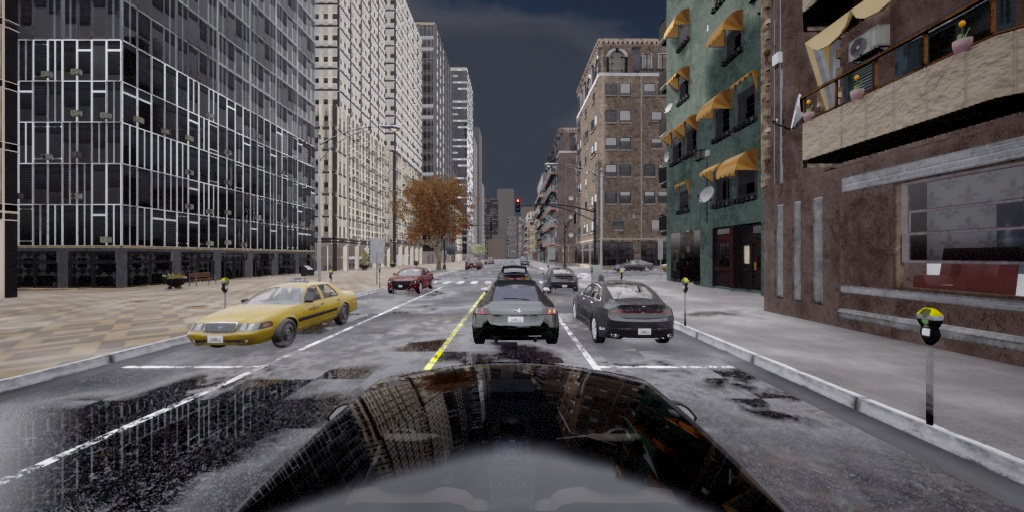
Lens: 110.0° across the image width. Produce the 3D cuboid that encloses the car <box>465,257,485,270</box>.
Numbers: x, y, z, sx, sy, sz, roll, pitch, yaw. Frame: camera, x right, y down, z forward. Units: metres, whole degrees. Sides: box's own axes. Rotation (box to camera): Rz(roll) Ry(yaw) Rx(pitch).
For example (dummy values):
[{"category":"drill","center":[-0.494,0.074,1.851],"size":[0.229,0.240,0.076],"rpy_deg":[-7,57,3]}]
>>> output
[{"category":"car","center":[-5.679,1.098,52.906],"size":[2.192,1.841,5.009],"rpy_deg":[0,0,0]}]

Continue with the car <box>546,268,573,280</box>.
[{"category":"car","center":[2.693,1.305,20.516],"size":[2.007,1.370,4.403],"rpy_deg":[0,0,0]}]

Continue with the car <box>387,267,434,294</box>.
[{"category":"car","center":[-5.687,1.299,20.518],"size":[1.888,1.381,4.507],"rpy_deg":[0,0,0]}]

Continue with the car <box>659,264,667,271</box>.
[{"category":"car","center":[18.841,1.006,39.983],"size":[4.829,1.417,1.751],"rpy_deg":[0,0,-1]}]

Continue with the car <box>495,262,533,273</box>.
[{"category":"car","center":[0.109,1.259,19.647],"size":[1.837,1.490,4.892],"rpy_deg":[0,0,-1]}]

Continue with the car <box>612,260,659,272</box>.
[{"category":"car","center":[13.444,1.108,39.929],"size":[4.403,1.370,2.007],"rpy_deg":[0,0,-1]}]

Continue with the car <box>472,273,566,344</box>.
[{"category":"car","center":[0.089,1.315,9.598],"size":[1.994,1.385,4.181],"rpy_deg":[0,0,0]}]

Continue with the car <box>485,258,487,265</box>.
[{"category":"car","center":[-5.677,1.356,58.429],"size":[1.948,1.339,4.313],"rpy_deg":[0,0,0]}]

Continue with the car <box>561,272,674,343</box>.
[{"category":"car","center":[2.691,1.301,9.450],"size":[2.007,1.370,4.403],"rpy_deg":[0,0,0]}]

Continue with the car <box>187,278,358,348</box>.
[{"category":"car","center":[-5.690,1.276,9.283],"size":[1.751,1.417,4.829],"rpy_deg":[0,0,0]}]
